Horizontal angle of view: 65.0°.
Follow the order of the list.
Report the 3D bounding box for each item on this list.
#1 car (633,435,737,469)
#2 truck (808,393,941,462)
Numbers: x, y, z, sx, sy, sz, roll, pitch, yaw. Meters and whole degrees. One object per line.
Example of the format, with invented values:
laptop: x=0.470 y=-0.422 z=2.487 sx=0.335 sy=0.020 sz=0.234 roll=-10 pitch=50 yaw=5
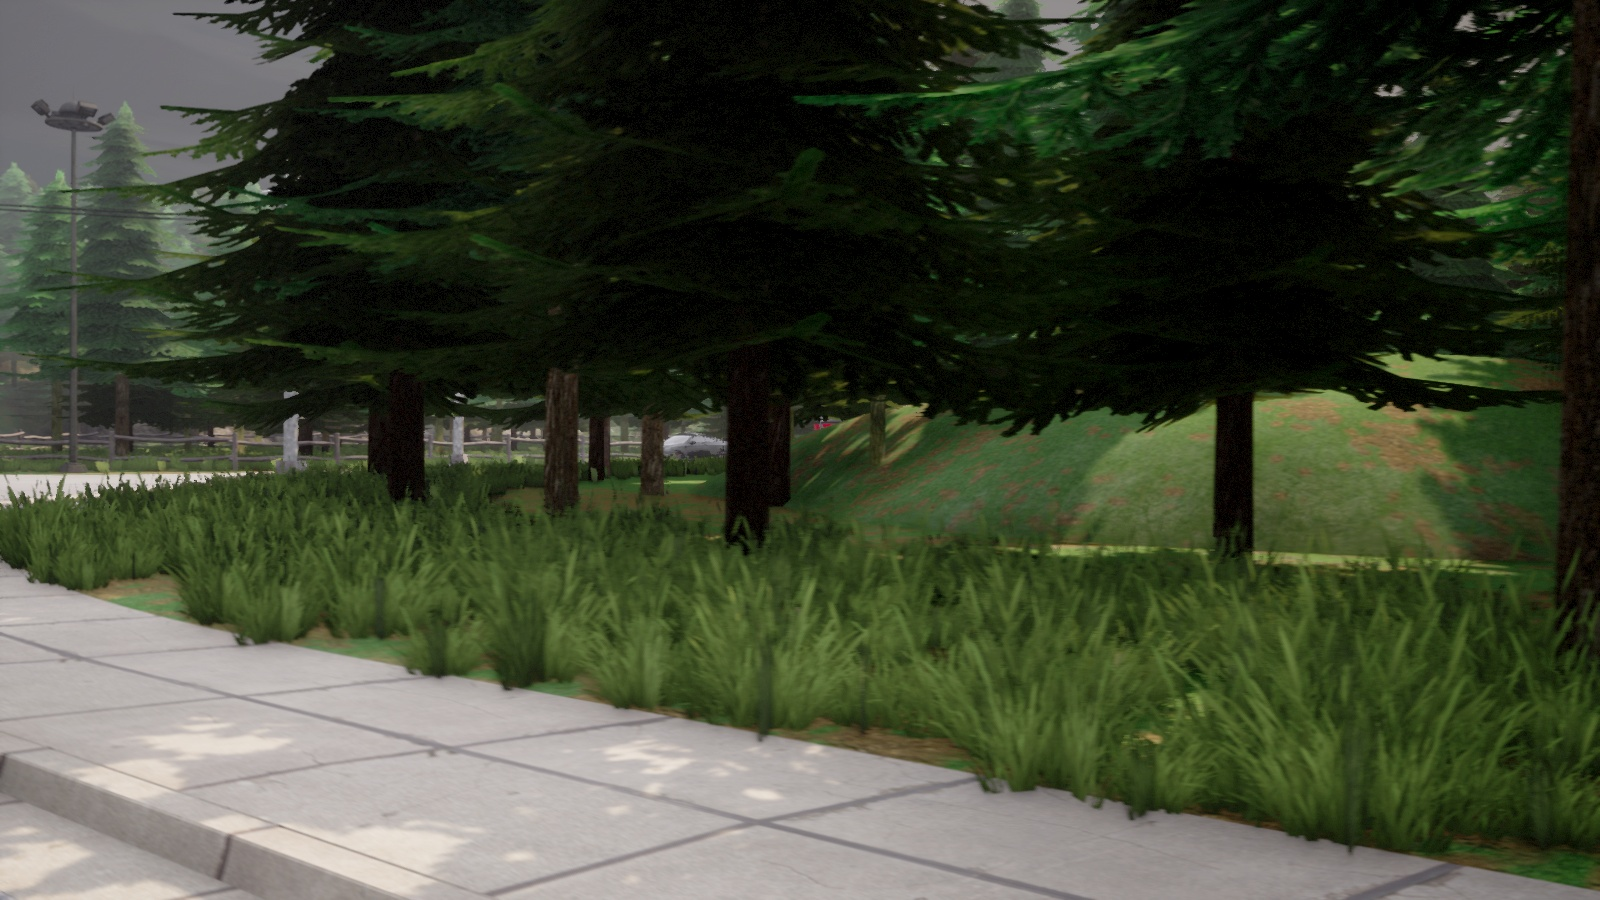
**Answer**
car: x=-5.073 y=0.062 z=56.083 sx=1.812 sy=1.442 sz=4.674 roll=0 pitch=1 yaw=40
truck: x=4.100 y=-1.171 z=66.981 sx=2.891 sy=3.462 sz=7.936 roll=0 pitch=1 yaw=40
